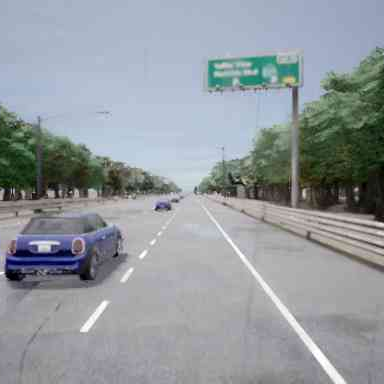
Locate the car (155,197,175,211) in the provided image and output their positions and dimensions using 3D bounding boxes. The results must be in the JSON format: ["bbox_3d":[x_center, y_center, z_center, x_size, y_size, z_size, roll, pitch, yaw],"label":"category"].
[{"bbox_3d":[-3.503,1.526,41.592,1.812,1.442,4.674,0,0,0],"label":"car"}]

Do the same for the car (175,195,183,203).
[{"bbox_3d":[-3.499,1.605,70.839,1.895,1.301,4.718,0,0,0],"label":"car"}]

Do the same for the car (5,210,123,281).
[{"bbox_3d":[-3.504,1.351,10.017,2.097,1.767,4.553,0,0,0],"label":"car"}]
